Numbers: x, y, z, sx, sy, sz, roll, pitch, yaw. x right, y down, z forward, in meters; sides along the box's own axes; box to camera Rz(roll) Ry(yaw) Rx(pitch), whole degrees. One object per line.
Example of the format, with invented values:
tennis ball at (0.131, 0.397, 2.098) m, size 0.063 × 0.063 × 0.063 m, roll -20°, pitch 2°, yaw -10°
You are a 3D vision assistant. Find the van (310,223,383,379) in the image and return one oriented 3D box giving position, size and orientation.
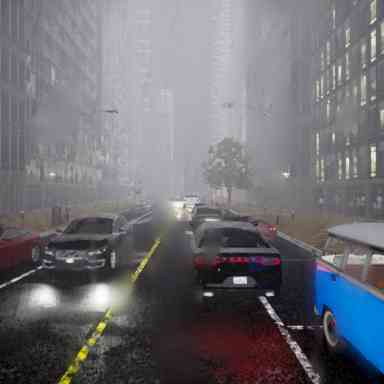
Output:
van at (2.683, 1.341, 3.593) m, size 1.690 × 1.788 × 3.998 m, roll 0°, pitch 0°, yaw 0°

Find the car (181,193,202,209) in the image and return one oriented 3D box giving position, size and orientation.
car at (-0.084, 1.214, 45.806) m, size 2.150 × 2.045 × 5.566 m, roll 0°, pitch 0°, yaw 0°

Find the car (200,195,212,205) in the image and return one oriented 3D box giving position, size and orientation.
car at (2.571, 1.412, 60.517) m, size 1.967 × 1.590 × 4.097 m, roll 0°, pitch 0°, yaw 0°

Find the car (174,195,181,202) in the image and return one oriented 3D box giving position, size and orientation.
car at (-3.151, 1.494, 75.878) m, size 2.033 × 1.411 × 5.357 m, roll 0°, pitch 0°, yaw 0°

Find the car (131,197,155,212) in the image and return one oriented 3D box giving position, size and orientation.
car at (-5.765, 1.549, 37.734) m, size 2.008 × 1.369 × 4.403 m, roll 0°, pitch 0°, yaw 0°

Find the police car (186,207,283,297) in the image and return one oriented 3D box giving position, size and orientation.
police car at (0.883, 1.425, 8.718) m, size 1.930 × 1.638 × 5.238 m, roll 0°, pitch 0°, yaw 0°

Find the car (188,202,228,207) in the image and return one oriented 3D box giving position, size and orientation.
car at (0.862, 1.505, 18.608) m, size 1.837 × 1.490 × 4.892 m, roll 0°, pitch 0°, yaw 0°

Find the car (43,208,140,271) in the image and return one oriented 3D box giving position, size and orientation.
car at (-3.122, 1.505, 10.912) m, size 1.837 × 1.490 × 4.892 m, roll 0°, pitch 0°, yaw 0°

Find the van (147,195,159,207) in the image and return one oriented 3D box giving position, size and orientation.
van at (-5.787, 1.330, 49.119) m, size 1.690 × 1.788 × 3.998 m, roll 0°, pitch 0°, yaw 0°

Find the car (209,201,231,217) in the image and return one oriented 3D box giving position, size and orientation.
car at (2.627, 1.582, 32.055) m, size 1.802 × 1.307 × 4.206 m, roll 0°, pitch 0°, yaw 0°

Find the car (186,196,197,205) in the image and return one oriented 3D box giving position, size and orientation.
car at (-0.120, 1.498, 60.184) m, size 1.812 × 1.442 × 4.674 m, roll 0°, pitch 0°, yaw 0°

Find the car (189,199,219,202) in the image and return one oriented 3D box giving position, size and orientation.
car at (0.851, 1.505, 24.609) m, size 1.837 × 1.490 × 4.892 m, roll 0°, pitch 0°, yaw 0°

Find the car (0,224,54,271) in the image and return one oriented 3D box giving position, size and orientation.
car at (-5.709, 1.582, 9.271) m, size 1.802 × 1.307 × 4.206 m, roll 0°, pitch 0°, yaw 0°

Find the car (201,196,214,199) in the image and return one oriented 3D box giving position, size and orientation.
car at (2.605, 1.545, 43.440) m, size 2.008 × 1.369 × 4.403 m, roll 0°, pitch 0°, yaw 0°

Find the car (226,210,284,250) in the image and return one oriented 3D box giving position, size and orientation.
car at (2.661, 1.582, 14.977) m, size 1.802 × 1.307 × 4.206 m, roll 0°, pitch 0°, yaw 0°

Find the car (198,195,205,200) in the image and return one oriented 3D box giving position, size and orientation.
car at (2.515, 1.465, 88.980) m, size 1.887 × 1.381 × 4.507 m, roll 0°, pitch 0°, yaw 0°

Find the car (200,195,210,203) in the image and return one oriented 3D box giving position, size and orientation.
car at (2.560, 1.403, 66.209) m, size 1.967 × 1.590 × 4.097 m, roll 0°, pitch 0°, yaw 0°
